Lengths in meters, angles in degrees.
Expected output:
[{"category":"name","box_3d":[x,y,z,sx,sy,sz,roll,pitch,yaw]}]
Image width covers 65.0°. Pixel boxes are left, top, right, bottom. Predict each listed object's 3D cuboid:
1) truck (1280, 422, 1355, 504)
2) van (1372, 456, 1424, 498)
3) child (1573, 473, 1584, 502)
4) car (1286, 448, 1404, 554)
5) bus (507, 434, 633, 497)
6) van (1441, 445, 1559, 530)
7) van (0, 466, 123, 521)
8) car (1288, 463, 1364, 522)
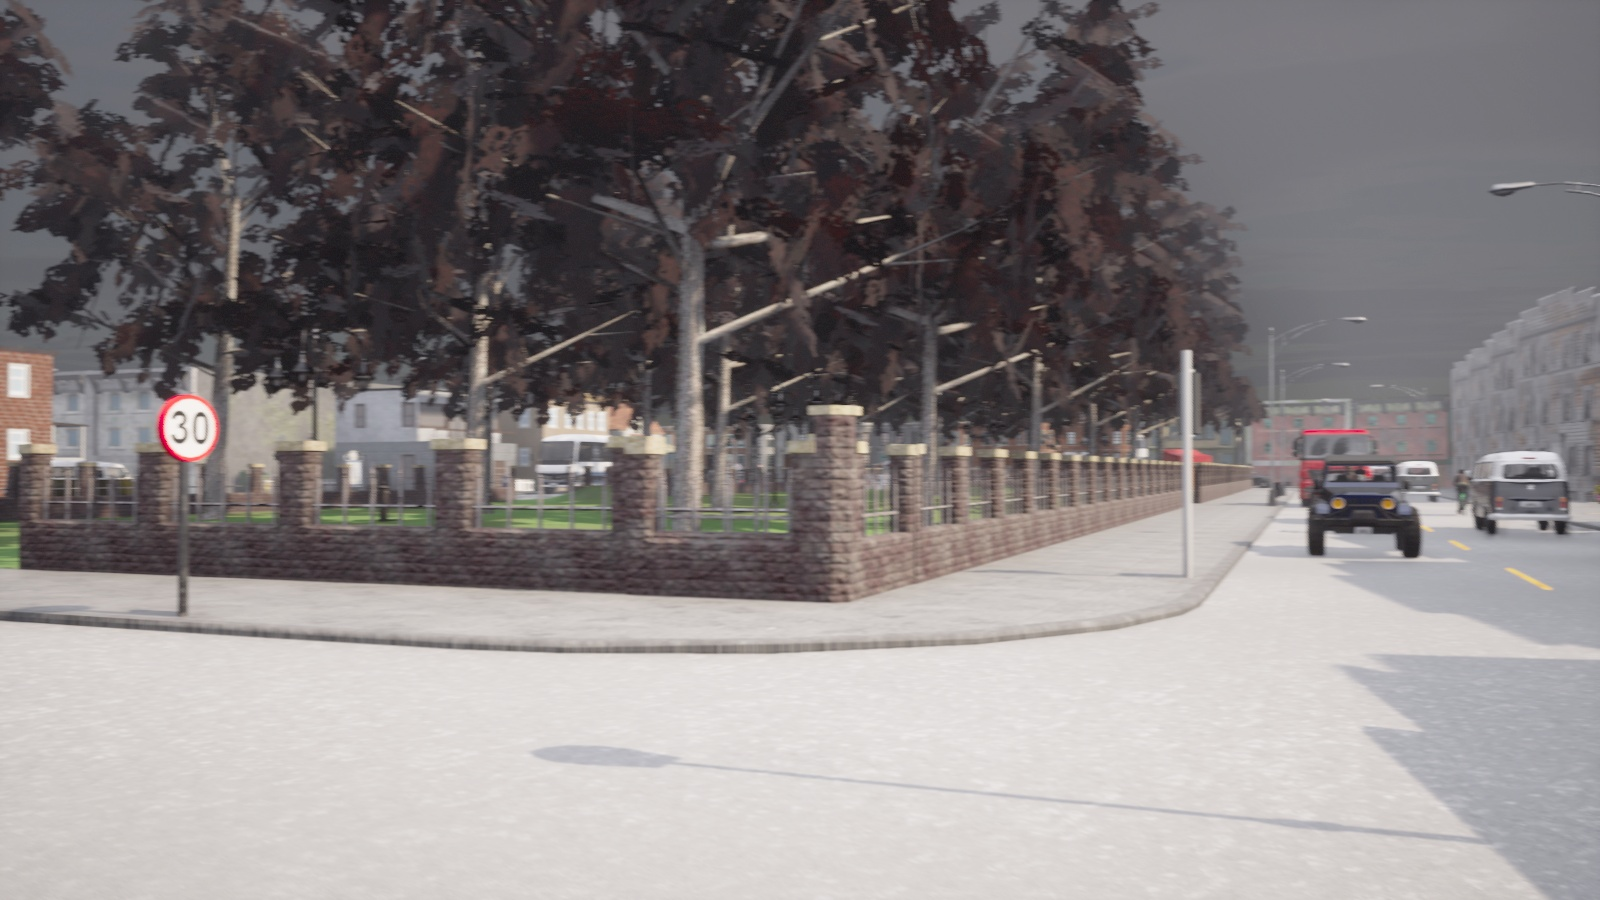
[{"category":"truck","box_3d":[23.341,0.608,56.869,2.891,3.462,7.936,-1,-1,22]},{"category":"van","box_3d":[30.704,1.381,64.599,2.069,2.038,4.480,-1,-1,22]},{"category":"child","box_3d":[31.082,1.494,50.157,0.299,1.160,0.473,-1,-1,37]},{"category":"car","box_3d":[10.463,0.937,24.259,1.905,1.878,3.866,-1,-1,22]},{"category":"bus","box_3d":[-16.357,1.151,90.503,3.944,4.253,10.273,-1,-1,22]},{"category":"van","box_3d":[18.039,0.940,32.568,2.069,2.038,4.480,-1,-1,22]},{"category":"van","box_3d":[-28.689,1.631,48.263,2.069,2.038,4.480,-1,-1,19]},{"category":"car","box_3d":[16.317,1.272,39.082,2.033,1.649,4.856,-1,0,22]}]
